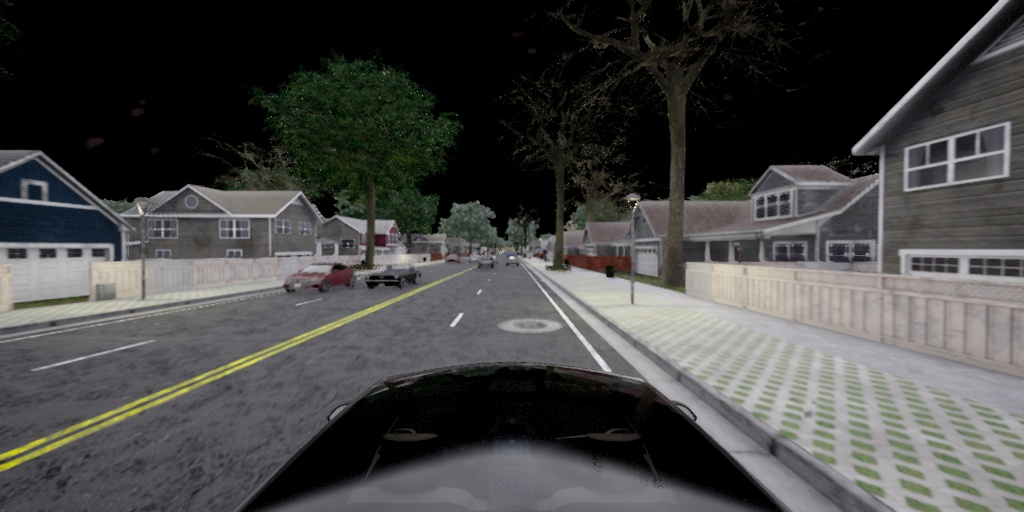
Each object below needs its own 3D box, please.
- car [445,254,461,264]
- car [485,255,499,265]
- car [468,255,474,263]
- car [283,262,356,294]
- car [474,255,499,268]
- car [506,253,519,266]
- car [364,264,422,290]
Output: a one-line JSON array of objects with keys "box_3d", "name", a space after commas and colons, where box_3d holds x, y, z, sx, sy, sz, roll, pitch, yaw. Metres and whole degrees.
[{"box_3d": [-9.775, 0.408, 59.938, 2.097, 1.767, 4.553, 0, 1, 1], "name": "car"}, {"box_3d": [-3.236, 0.610, 59.411, 2.033, 1.411, 5.357, 0, 1, 0], "name": "car"}, {"box_3d": [-6.514, 0.521, 62.406, 2.128, 1.511, 4.902, 0, 1, 1], "name": "car"}, {"box_3d": [-9.844, 1.066, 18.783, 1.812, 1.442, 4.674, 0, 1, 0], "name": "car"}, {"box_3d": [-3.141, 0.723, 44.824, 2.128, 1.511, 4.902, 0, 0, 0], "name": "car"}, {"box_3d": [0.104, 0.692, 52.355, 2.033, 1.411, 5.357, 0, 1, 1], "name": "car"}, {"box_3d": [-6.594, 1.122, 20.354, 1.895, 1.301, 4.718, 0, 1, 0], "name": "car"}]
